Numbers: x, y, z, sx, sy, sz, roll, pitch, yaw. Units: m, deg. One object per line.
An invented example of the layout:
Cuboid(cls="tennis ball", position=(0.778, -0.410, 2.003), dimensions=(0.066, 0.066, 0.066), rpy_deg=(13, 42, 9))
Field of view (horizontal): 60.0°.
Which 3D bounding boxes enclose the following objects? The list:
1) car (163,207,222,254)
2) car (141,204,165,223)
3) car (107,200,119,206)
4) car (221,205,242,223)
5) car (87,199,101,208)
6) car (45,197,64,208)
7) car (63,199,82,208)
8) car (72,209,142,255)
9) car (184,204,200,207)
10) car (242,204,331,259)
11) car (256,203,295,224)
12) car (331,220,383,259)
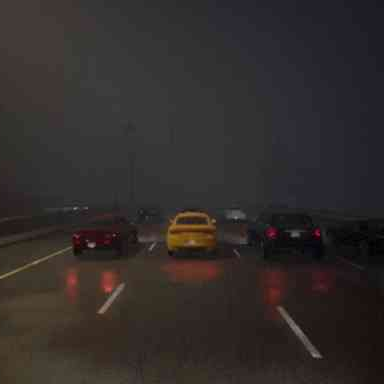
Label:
Cuboid(cls="car", position=(0.030, 1.632, 14.220), dimensions=(1.882, 1.535, 5.008), rpy_deg=(0, 0, 0))
Cuboid(cls="car", position=(-3.472, 1.800, 28.473), dimensions=(2.128, 1.511, 4.902), rpy_deg=(0, 0, 0))
Cuboid(cls="car", position=(-14.965, 2.230, 63.477), dimensions=(2.033, 1.411, 5.357), rpy_deg=(0, -1, -6))
Cuboid(cls="car", position=(3.532, 1.837, 28.863), dimensions=(1.812, 1.442, 4.674), rpy_deg=(0, 0, 0))
Cuboid(cls="car", position=(-18.471, 2.154, 62.772), dimensions=(1.882, 1.535, 5.008), rpy_deg=(0, -1, -5))
Cuboid(cls="car", position=(-25.369, 1.884, 61.656), dimensions=(2.150, 2.045, 5.566), rpy_deg=(0, 0, -6))
Cuboid(cls="car", position=(-21.910, 2.171, 62.081), dimensions=(1.837, 1.490, 4.892), rpy_deg=(0, -1, -5))
Cuboid(cls="car", position=(-3.473, 1.676, 13.862), dimensions=(1.812, 1.442, 4.674), rpy_deg=(0, 0, 0))
Cuboid(cls="car", position=(0.029, 1.800, 28.473), dimensions=(2.128, 1.511, 4.902), rpy_deg=(0, 0, 0))
Cuboid(cls="car", position=(3.524, 1.496, 13.392), dimensions=(2.097, 1.767, 4.553), rpy_deg=(0, -1, 0))
Cuboid(cls="car", position=(7.028, 1.800, 28.470), dimensions=(2.128, 1.511, 4.902), rpy_deg=(0, 0, 0))
Cuboid(cls="car", position=(7.022, 1.744, 13.212), dimensions=(1.895, 1.301, 4.718), rpy_deg=(0, -1, 0))
